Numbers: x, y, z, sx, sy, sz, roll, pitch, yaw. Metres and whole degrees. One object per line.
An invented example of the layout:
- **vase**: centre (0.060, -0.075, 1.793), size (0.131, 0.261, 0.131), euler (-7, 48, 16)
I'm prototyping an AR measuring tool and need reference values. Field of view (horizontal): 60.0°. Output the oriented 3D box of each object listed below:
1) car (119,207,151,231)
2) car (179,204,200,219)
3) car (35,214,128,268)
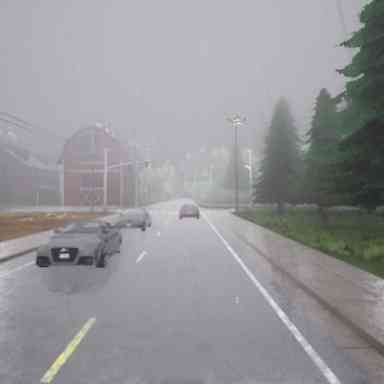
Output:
- **car**: centre (-3.828, 1.769, 22.398), size (1.812, 1.442, 4.674), euler (0, -1, 0)
- **car**: centre (-0.257, 1.920, 32.970), size (1.994, 1.385, 4.181), euler (0, -1, -1)
- **car**: centre (-3.715, 1.692, 11.635), size (1.994, 1.385, 4.181), euler (0, -1, -1)
